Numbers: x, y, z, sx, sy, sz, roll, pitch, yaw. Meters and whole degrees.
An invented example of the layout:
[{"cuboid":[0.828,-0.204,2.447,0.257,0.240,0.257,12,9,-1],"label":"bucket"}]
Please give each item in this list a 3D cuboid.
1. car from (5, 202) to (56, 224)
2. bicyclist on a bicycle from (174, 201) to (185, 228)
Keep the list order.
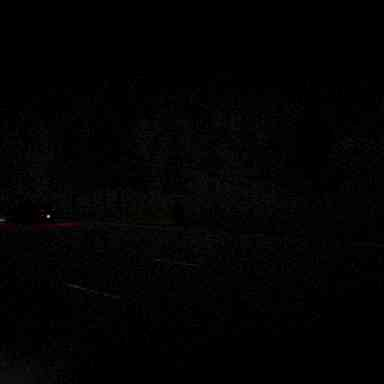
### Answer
[{"cuboid":[-12.270,1.502,25.192,4.892,1.490,1.837,-1,0,35],"label":"car"},{"cuboid":[-0.786,1.365,20.668,0.582,1.620,1.656,-11,9,-22],"label":"bicyclist on a bicycle"}]
